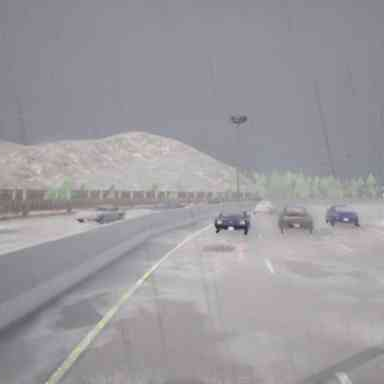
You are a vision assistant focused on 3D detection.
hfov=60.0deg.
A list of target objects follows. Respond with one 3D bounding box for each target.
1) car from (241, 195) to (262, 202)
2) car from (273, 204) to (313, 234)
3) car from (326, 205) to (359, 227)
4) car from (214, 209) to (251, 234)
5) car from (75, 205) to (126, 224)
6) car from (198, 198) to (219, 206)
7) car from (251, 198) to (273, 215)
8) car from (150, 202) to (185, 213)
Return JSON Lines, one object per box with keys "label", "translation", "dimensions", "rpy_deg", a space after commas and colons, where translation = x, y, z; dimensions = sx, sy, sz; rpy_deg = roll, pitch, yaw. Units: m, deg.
{"label": "car", "translation": [11.472, 1.609, 63.183], "dimensions": [2.150, 2.045, 5.566], "rpy_deg": [0, 0, 38]}
{"label": "car", "translation": [6.255, 1.621, 20.397], "dimensions": [2.128, 1.511, 4.902], "rpy_deg": [0, 0, 13]}
{"label": "car", "translation": [11.009, 1.699, 24.545], "dimensions": [1.812, 1.442, 4.674], "rpy_deg": [0, 0, 17]}
{"label": "car", "translation": [2.596, 1.711, 20.265], "dimensions": [1.895, 1.301, 4.718], "rpy_deg": [0, 0, 12]}
{"label": "car", "translation": [-7.019, 1.688, 25.858], "dimensions": [1.895, 1.301, 4.718], "rpy_deg": [0, 0, 15]}
{"label": "car", "translation": [2.852, 1.775, 56.965], "dimensions": [2.128, 1.511, 4.902], "rpy_deg": [0, 0, 33]}
{"label": "car", "translation": [8.253, 1.744, 37.076], "dimensions": [1.812, 1.442, 4.674], "rpy_deg": [0, 0, 23]}
{"label": "car", "translation": [-2.127, 1.623, 29.954], "dimensions": [2.128, 1.511, 4.902], "rpy_deg": [0, 0, 19]}
